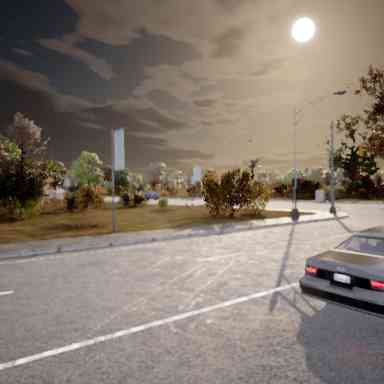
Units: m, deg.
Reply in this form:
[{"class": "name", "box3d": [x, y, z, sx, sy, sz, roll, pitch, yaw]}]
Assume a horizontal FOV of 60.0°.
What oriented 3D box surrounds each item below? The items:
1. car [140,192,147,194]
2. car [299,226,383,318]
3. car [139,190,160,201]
[{"class": "car", "box3d": [-10.725, 1.098, 61.307, 1.994, 1.385, 4.181, -1, 1, -38]}, {"class": "car", "box3d": [4.516, 1.438, 7.001, 5.357, 1.411, 2.033, -1, 1, -36]}, {"class": "car", "box3d": [-8.479, 0.695, 64.094, 2.150, 2.045, 5.566, -1, 0, -39]}]
